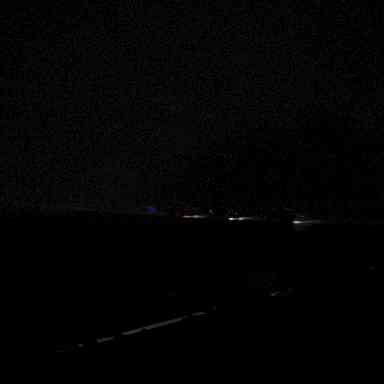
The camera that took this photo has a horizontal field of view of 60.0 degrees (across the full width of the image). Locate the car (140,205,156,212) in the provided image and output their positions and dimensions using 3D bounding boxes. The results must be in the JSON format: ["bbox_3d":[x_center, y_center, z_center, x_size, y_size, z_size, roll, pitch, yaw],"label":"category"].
[{"bbox_3d":[-9.418,3.569,71.262,1.812,1.442,4.674,1,-2,-33],"label":"car"}]

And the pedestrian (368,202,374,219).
[{"bbox_3d":[18.911,1.917,35.292,0.375,1.860,0.375,-2,1,-33],"label":"pedestrian"}]

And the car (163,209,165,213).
[{"bbox_3d":[-3.704,3.347,62.699,1.895,1.301,4.718,1,-2,-33],"label":"car"}]

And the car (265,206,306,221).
[{"bbox_3d":[9.793,2.259,35.342,1.812,1.442,4.674,1,-2,-33],"label":"car"}]

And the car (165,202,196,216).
[{"bbox_3d":[-1.591,2.644,52.755,2.150,2.045,5.566,1,-2,-33],"label":"car"}]

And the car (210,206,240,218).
[{"bbox_3d":[4.270,2.581,43.776,1.837,1.490,4.892,1,-2,-33],"label":"car"}]
